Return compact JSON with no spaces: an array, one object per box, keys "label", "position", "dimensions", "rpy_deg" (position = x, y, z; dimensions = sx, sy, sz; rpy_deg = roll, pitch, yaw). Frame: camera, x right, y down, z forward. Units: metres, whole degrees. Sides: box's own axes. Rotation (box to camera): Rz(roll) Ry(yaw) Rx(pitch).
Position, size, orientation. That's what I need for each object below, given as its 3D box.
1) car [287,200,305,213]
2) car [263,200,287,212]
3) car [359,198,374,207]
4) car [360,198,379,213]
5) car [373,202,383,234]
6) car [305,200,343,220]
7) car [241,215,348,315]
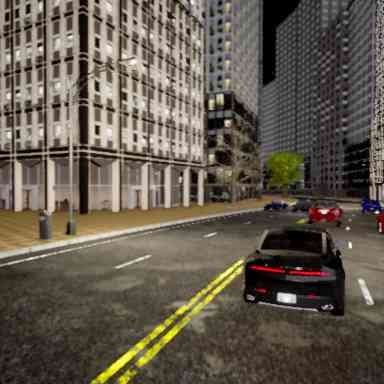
[{"label":"car","position":[12.445,1.597,36.913],"dimensions":[2.033,1.411,5.357],"rpy_deg":[1,0,29]},{"label":"car","position":[9.883,1.611,39.009],"dimensions":[1.895,1.301,4.718],"rpy_deg":[1,0,29]},{"label":"car","position":[29.893,1.720,57.059],"dimensions":[1.812,1.442,4.674],"rpy_deg":[1,0,23]},{"label":"car","position":[20.715,1.625,38.314],"dimensions":[1.882,1.535,5.008],"rpy_deg":[1,1,29]},{"label":"car","position":[11.919,1.571,19.370],"dimensions":[1.882,1.535,5.008],"rpy_deg":[1,0,25]},{"label":"car","position":[9.860,1.409,24.417],"dimensions":[2.097,1.767,4.553],"rpy_deg":[1,0,26]},{"label":"car","position":[2.460,1.516,7.766],"dimensions":[1.837,1.490,4.892],"rpy_deg":[0,0,22]}]
